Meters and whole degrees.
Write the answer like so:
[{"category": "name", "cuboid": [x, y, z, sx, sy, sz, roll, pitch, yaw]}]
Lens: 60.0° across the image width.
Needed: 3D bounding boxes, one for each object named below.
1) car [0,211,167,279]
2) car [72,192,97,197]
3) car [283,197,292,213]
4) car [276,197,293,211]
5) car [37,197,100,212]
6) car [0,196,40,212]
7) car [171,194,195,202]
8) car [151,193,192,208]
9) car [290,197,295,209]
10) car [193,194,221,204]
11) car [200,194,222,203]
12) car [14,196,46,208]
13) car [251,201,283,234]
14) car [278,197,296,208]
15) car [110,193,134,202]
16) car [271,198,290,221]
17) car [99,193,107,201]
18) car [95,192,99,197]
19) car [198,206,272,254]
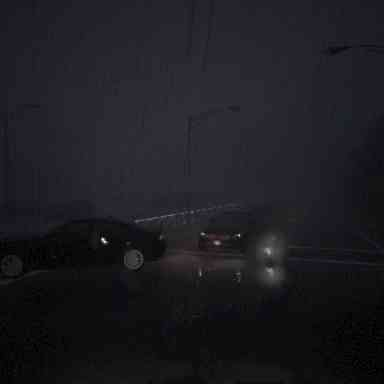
[{"category": "car", "cuboid": [-3.261, 1.475, 9.843, 5.008, 1.535, 1.882, 0, 0, -15]}, {"category": "car", "cuboid": [-18.333, 1.250, 53.743, 4.514, 1.523, 2.007, 0, 0, 19]}, {"category": "car", "cuboid": [7.824, 1.487, 30.461, 1.837, 1.490, 4.892, 0, 0, 19]}, {"category": "car", "cuboid": [11.762, 1.484, 42.047, 1.837, 1.490, 4.892, 0, 0, 19]}, {"category": "car", "cuboid": [-8.974, 1.356, 24.194, 3.633, 1.501, 1.845, 0, 0, 19]}, {"category": "car", "cuboid": [-15.041, 1.356, 29.404, 3.806, 1.475, 1.970, 0, 0, 19]}, {"category": "car", "cuboid": [-1.939, 1.259, 68.659, 4.514, 1.523, 2.007, 0, 0, 19]}, {"category": "car", "cuboid": [-2.864, 1.075, 41.745, 4.605, 1.855, 1.932, 0, 0, 19]}, {"category": "car", "cuboid": [9.877, 1.545, 36.495, 1.994, 1.385, 4.181, 0, 0, 19]}, {"category": "car", "cuboid": [1.798, 1.127, 56.743, 5.027, 1.636, 2.152, 0, 0, 19]}, {"category": "car", "cuboid": [3.556, 1.203, 62.923, 3.806, 1.475, 1.970, 0, 0, 19]}, {"category": "car", "cuboid": [-21.589, 1.274, 44.296, 3.633, 1.501, 1.845, 0, 0, 19]}, {"category": "car", "cuboid": [4.010, 1.490, 19.260, 1.837, 1.490, 4.892, 0, 0, 19]}, {"category": "car", "cuboid": [13.656, 1.469, 47.619, 2.128, 1.511, 4.902, 0, 0, 19]}, {"category": "car", "cuboid": [-13.651, 1.047, 65.308, 4.605, 1.855, 1.932, 0, 0, 19]}, {"category": "car", "cuboid": [5.934, 1.475, 24.902, 2.128, 1.511, 4.902, 0, 0, 19]}, {"category": "car", "cuboid": [-20.043, 1.015, 70.952, 3.866, 1.878, 1.905, 0, 0, 19]}, {"category": "car", "cuboid": [-21.692, 1.299, 68.001, 3.806, 1.475, 1.970, 0, 0, 19]}, {"category": "car", "cuboid": [1.851, 1.514, 13.856, 1.812, 1.442, 4.674, 0, 0, 25]}]
